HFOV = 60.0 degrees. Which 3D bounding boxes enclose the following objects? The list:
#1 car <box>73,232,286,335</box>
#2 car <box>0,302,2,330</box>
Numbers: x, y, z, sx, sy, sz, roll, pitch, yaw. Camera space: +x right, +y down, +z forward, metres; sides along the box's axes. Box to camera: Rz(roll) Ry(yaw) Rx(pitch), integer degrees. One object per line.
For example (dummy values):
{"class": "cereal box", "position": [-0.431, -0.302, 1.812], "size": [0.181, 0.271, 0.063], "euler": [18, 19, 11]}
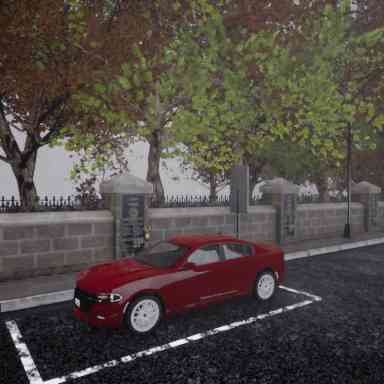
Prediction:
{"class": "car", "position": [-0.027, 1.545, 6.702], "size": [4.507, 1.381, 1.887], "euler": [0, 0, -36]}
{"class": "car", "position": [-4.504, 1.551, 3.439], "size": [4.403, 1.369, 2.008], "euler": [0, 0, -36]}
